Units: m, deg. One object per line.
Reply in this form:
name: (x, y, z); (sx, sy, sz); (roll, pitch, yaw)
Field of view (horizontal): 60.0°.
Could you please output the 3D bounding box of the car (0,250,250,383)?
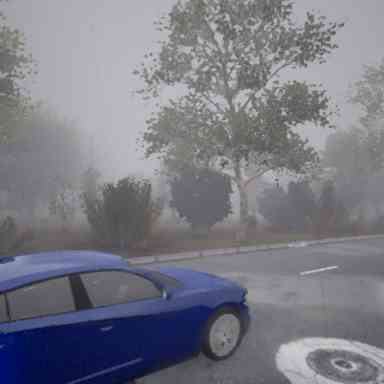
car: (-1.397, 1.503, 4.208); (5.008, 1.535, 1.882); (1, -1, -37)
